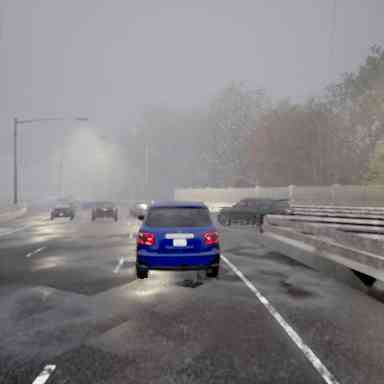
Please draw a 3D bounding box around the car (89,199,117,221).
[{"bbox_3d":[-7.840,1.538,29.800,2.097,1.767,4.553,0,0,-15],"label":"car"}]

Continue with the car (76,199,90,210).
[{"bbox_3d":[-15.358,1.782,49.052,1.882,1.535,5.008,0,0,-26],"label":"car"}]

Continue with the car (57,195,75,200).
[{"bbox_3d":[-18.413,1.646,47.305,2.097,1.767,4.553,0,0,-26],"label":"car"}]

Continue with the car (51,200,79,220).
[{"bbox_3d":[-11.472,1.710,29.838,1.812,1.442,4.674,0,0,-16],"label":"car"}]

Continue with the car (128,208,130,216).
[{"bbox_3d":[-5.087,1.767,32.811,1.994,1.385,4.181,0,0,-17],"label":"car"}]

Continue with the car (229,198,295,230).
[{"bbox_3d":[4.123,1.411,21.962,2.150,2.045,5.566,0,0,-38],"label":"car"}]

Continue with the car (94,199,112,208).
[{"bbox_3d":[-14.883,1.910,55.431,1.994,1.385,4.181,0,0,-29],"label":"car"}]

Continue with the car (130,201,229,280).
[{"bbox_3d":[-0.529,1.286,10.401,2.150,2.045,5.566,0,0,-5],"label":"car"}]
